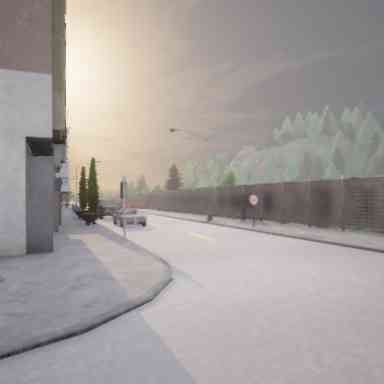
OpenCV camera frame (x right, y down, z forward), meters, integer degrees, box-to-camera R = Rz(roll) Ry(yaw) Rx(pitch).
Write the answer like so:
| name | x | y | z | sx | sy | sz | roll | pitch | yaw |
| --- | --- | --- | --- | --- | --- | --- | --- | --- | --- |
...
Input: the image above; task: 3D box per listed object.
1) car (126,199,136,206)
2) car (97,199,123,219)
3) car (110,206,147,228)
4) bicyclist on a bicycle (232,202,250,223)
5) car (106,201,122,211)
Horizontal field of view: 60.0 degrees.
| name | x | y | z | sx | sy | sz | roll | pitch | yaw |
| --- | --- | --- | --- | --- | --- | --- | --- | --- | --- |
| car | -9.497 | 1.972 | 48.015 | 2.150 | 2.045 | 5.566 | 0 | -1 | -22 |
| car | -9.047 | 1.811 | 36.125 | 2.150 | 2.045 | 5.566 | 0 | -1 | -22 |
| car | -4.944 | 2.011 | 26.227 | 1.895 | 1.301 | 4.718 | 0 | -1 | -23 |
| bicyclist on a bicycle | 3.925 | 1.658 | 26.761 | 1.656 | 1.620 | 0.582 | -1 | -1 | -23 |
| car | -13.470 | 2.400 | 57.463 | 1.882 | 1.535 | 5.008 | 0 | -1 | -23 |
